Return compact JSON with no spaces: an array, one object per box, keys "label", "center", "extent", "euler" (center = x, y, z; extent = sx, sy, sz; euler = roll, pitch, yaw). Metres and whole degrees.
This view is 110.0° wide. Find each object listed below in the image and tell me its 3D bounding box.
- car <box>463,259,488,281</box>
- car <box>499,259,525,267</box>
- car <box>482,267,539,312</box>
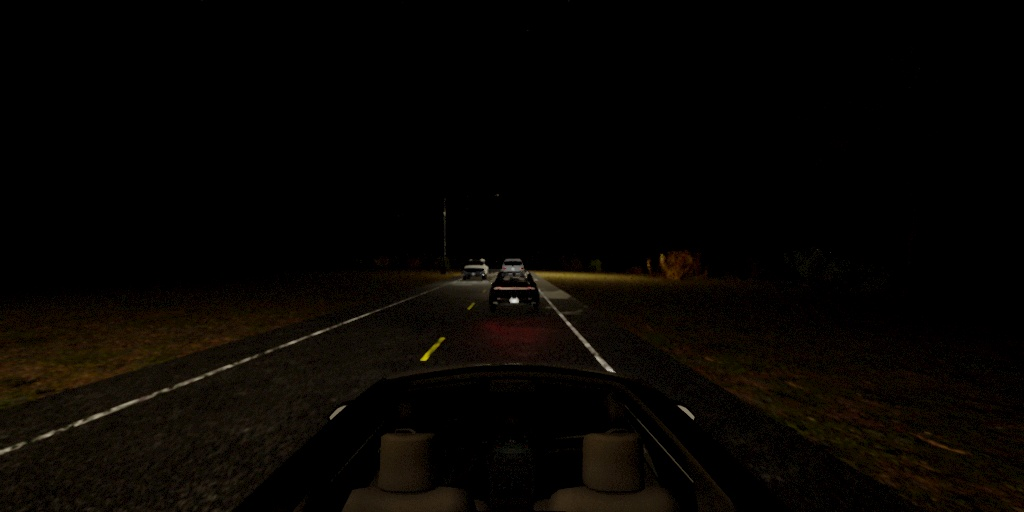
[{"label":"car","center":[-3.597,1.349,36.182],"extent":[2.150,2.045,5.566],"euler":[0,-1,0]},{"label":"car","center":[0.099,1.335,35.003],"extent":[2.150,2.045,5.566],"euler":[0,-1,0]},{"label":"car","center":[0.093,1.386,15.032],"extent":[2.128,1.511,4.902],"euler":[0,-1,0]}]
